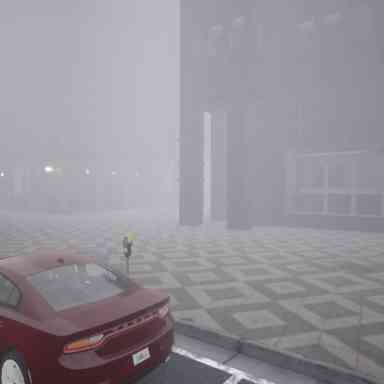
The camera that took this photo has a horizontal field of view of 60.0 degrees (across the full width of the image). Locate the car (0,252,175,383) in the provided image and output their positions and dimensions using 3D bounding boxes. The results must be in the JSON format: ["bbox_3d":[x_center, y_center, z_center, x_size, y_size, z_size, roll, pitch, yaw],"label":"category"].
[{"bbox_3d":[-2.293,1.544,4.759,4.507,1.381,1.887,0,0,37],"label":"car"}]
